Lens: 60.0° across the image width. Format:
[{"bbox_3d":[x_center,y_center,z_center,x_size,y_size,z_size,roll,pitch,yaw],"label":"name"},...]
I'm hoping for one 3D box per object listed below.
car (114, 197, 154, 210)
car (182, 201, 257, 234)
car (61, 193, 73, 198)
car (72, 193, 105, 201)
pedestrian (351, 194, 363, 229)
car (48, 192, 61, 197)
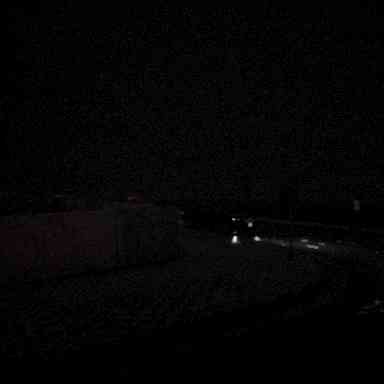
[{"bbox_3d":[-4.491,1.139,26.156,1.882,1.535,5.008,0,1,-36],"label":"car"},{"bbox_3d":[1.382,1.283,18.009,2.128,1.511,4.902,0,1,-36],"label":"car"},{"bbox_3d":[-17.468,0.852,49.205,1.812,1.442,4.674,0,1,-36],"label":"car"},{"bbox_3d":[-10.497,1.004,34.518,1.882,1.535,5.008,0,1,-36],"label":"car"},{"bbox_3d":[8.806,1.017,17.740,0.375,1.860,0.375,1,-1,-36],"label":"pedestrian"},{"bbox_3d":[-23.200,0.740,57.159,2.033,1.411,5.357,0,1,-36],"label":"car"}]
